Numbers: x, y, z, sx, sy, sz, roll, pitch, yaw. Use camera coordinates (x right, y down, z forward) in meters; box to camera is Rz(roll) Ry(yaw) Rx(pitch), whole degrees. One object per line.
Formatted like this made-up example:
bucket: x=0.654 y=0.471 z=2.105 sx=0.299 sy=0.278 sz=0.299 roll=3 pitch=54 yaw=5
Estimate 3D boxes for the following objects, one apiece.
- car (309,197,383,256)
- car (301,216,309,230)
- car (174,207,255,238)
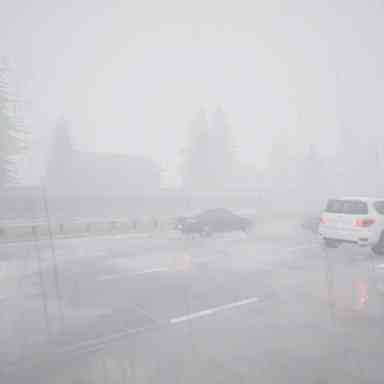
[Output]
car: x=7.401 y=1.216 z=13.335 sx=5.566 sy=2.045 sz=2.150 roll=0 pitch=0 yaw=-36
car: x=8.235 y=1.543 z=18.228 sx=5.357 sy=1.411 sz=2.033 roll=0 pitch=0 yaw=-36
car: x=1.271 y=1.522 z=17.560 sx=4.674 sy=1.442 sz=1.812 roll=0 pitch=0 yaw=-36
